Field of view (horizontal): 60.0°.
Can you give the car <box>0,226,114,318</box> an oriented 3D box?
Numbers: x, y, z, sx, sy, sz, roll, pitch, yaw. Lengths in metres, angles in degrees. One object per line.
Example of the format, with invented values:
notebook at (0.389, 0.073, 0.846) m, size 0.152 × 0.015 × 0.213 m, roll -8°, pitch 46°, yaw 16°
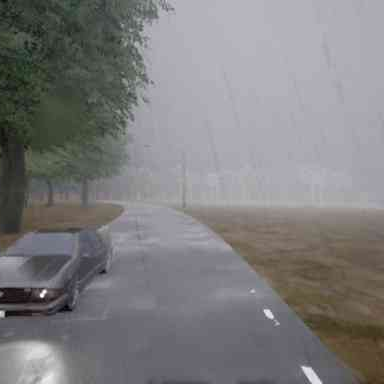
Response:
car at (-3.204, 1.572, 7.962) m, size 2.033 × 1.411 × 5.357 m, roll 0°, pitch 0°, yaw -2°
